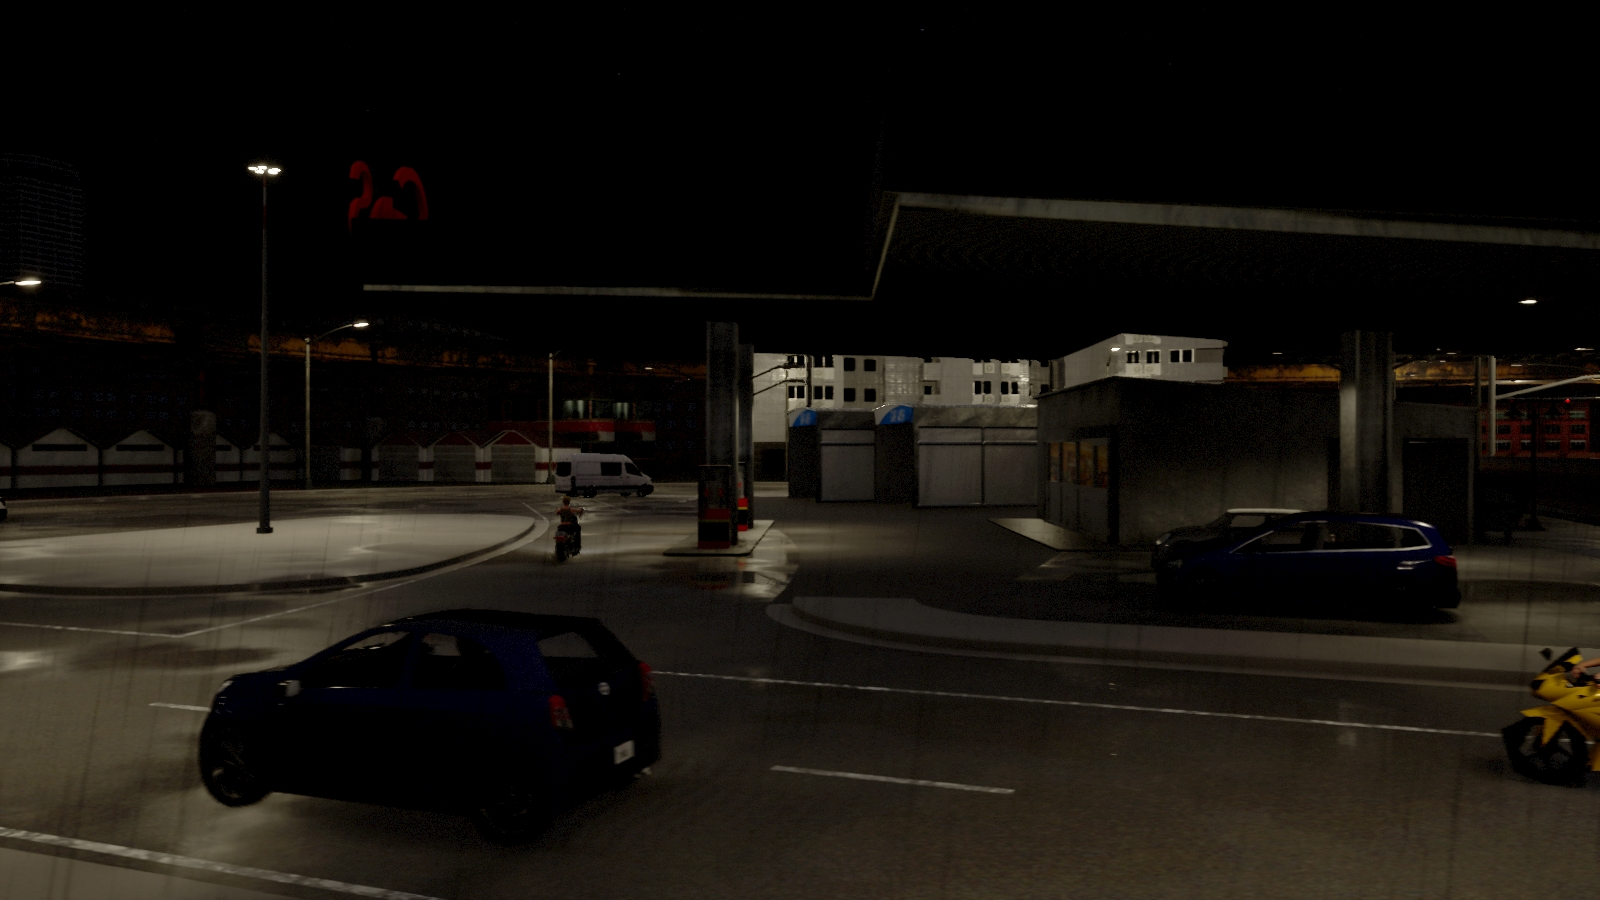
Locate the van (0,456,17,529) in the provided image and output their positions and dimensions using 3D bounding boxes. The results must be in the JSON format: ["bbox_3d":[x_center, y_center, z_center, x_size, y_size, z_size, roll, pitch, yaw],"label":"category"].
[{"bbox_3d":[-29.851,1.505,38.257,1.988,2.561,5.915,0,0,21],"label":"van"}]

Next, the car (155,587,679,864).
[{"bbox_3d":[-3.020,2.034,9.185,3.633,1.501,1.845,0,0,20],"label":"car"}]

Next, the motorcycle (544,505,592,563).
[{"bbox_3d":[-5.932,2.131,29.373,0.764,1.332,2.356,0,0,-1],"label":"motorcycle"}]
